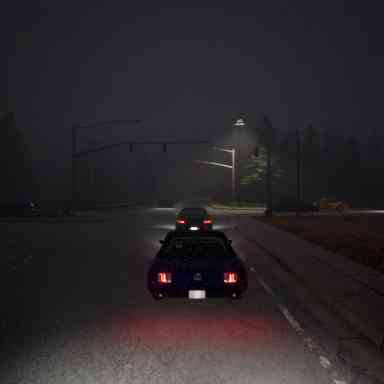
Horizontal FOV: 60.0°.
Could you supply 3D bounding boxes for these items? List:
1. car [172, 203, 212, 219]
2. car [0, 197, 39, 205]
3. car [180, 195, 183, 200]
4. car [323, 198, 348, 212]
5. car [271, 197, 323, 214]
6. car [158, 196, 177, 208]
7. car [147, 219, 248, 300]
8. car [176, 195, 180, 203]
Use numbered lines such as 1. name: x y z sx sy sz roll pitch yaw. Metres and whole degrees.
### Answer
1. car: 0.099 1.511 17.396 1.812 1.442 4.674 0 0 0
2. car: -18.343 1.362 35.028 4.553 1.767 2.097 0 0 1
3. car: -3.484 1.504 69.612 1.994 1.385 4.181 0 0 0
4. car: 15.150 1.471 38.127 5.008 1.535 1.882 0 0 1
5. car: 10.628 1.350 34.466 4.553 1.767 2.097 0 0 1
6. car: -3.602 1.532 46.392 1.994 1.385 4.181 0 0 0
7. car: 0.099 1.596 8.341 1.895 1.301 4.718 0 0 0
8. car: -3.587 1.485 58.254 1.812 1.442 4.674 0 0 0
